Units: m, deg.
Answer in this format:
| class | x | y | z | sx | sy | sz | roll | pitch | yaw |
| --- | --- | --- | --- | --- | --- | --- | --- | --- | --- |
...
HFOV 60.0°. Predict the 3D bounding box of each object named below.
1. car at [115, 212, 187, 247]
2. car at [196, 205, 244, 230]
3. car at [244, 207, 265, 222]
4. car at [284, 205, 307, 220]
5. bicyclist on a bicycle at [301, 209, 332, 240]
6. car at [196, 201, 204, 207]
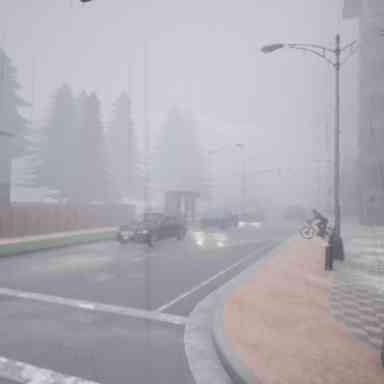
| class | x | y | z | sx | sy | sz | roll | pitch | yaw |
| --- | --- | --- | --- | --- | --- | --- | --- | --- | --- |
| car | -1.909 | 1.815 | 16.943 | 2.128 | 1.511 | 4.902 | 0 | -1 | 24 |
| car | 2.261 | 2.045 | 26.159 | 1.882 | 1.535 | 5.008 | 0 | -1 | 24 |
| car | 6.498 | 2.339 | 35.468 | 1.812 | 1.442 | 4.674 | 0 | -1 | 24 |
| car | 12.293 | 2.319 | 39.386 | 2.097 | 1.767 | 4.553 | 0 | -1 | 24 |
| bicyclist on a bicycle | 6.714 | 1.752 | 17.853 | 1.656 | 1.620 | 0.582 | 0 | -1 | 24 |
| car | 1.206 | 2.742 | 75.853 | 1.932 | 1.855 | 4.605 | 0 | -1 | 23 |
